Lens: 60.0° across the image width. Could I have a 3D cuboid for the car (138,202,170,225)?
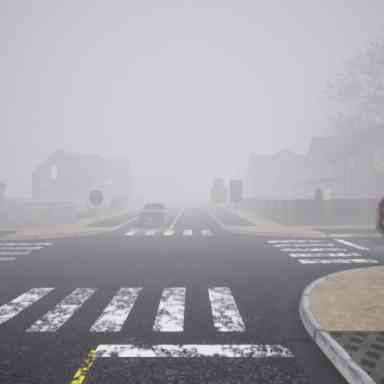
[{"bbox_3d":[-2.709,1.515,24.298,1.882,1.535,5.008,0,0,1],"label":"car"}]
